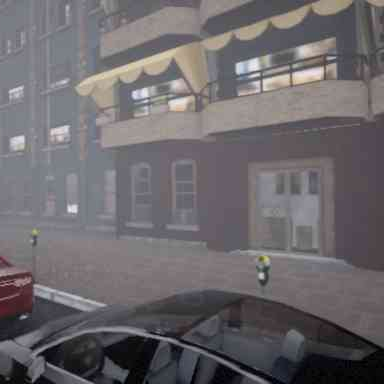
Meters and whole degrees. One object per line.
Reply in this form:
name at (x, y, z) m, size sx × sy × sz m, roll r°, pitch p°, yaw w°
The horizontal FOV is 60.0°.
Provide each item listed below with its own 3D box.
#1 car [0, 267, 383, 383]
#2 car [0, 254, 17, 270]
car at (-0.155, 1.574, 2.842) m, size 4.313 × 1.339 × 1.947 m, roll 0°, pitch -1°, yaw 35°
car at (-4.687, 1.579, 6.073) m, size 4.507 × 1.381 × 1.887 m, roll 0°, pitch -1°, yaw 35°
